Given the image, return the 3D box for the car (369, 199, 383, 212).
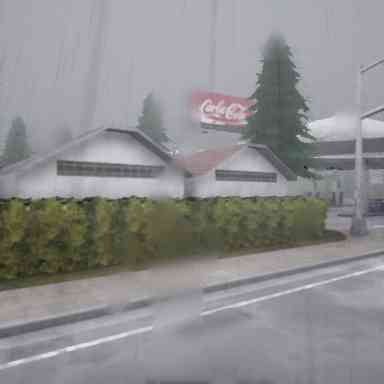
[{"bbox_3d":[23.494,1.673,41.190,4.611,1.667,2.242,0,0,-36],"label":"car"}]
